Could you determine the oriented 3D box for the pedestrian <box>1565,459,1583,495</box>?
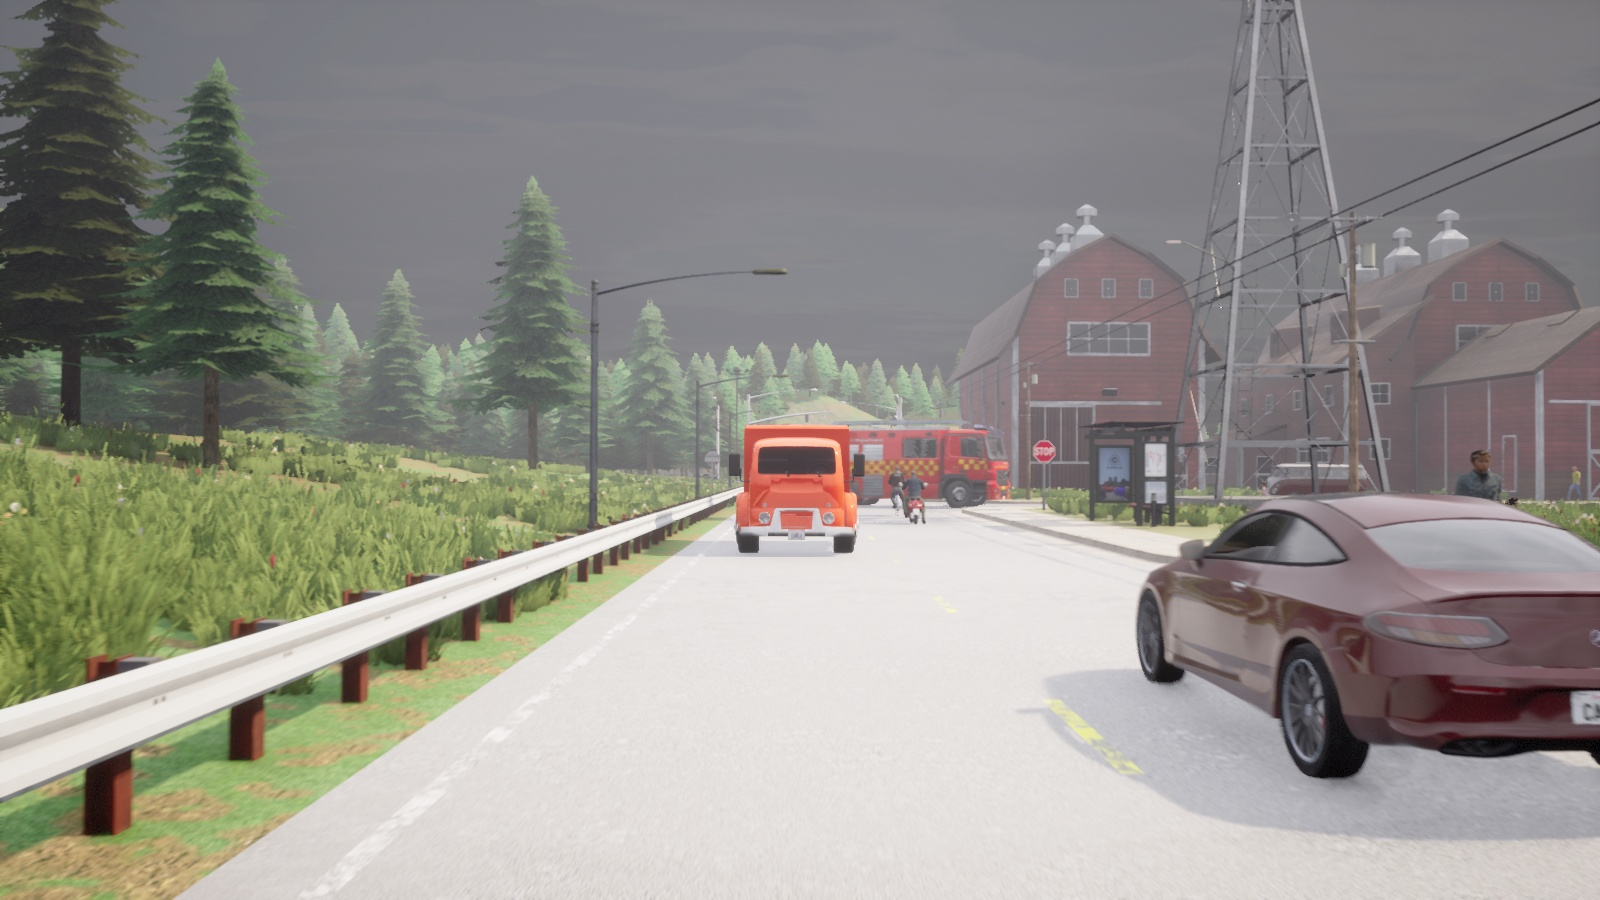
[{"bbox_3d":[39.158,1.376,63.538,0.706,1.836,0.354,0,-1,-7],"label":"pedestrian"}]

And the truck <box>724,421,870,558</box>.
[{"bbox_3d":[-0.064,0.751,25.228,2.627,2.467,5.204,0,-1,0],"label":"truck"}]

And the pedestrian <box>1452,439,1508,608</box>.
[{"bbox_3d":[7.581,0.804,14.022,0.353,1.847,0.614,0,-1,10],"label":"pedestrian"}]

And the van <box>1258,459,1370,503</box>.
[{"bbox_3d":[23.751,1.445,58.117,4.442,1.987,1.775,0,-1,-1],"label":"van"}]

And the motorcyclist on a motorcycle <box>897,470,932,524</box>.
[{"bbox_3d":[3.409,1.384,37.628,0.866,1.590,1.817,0,-1,0],"label":"motorcyclist on a motorcycle"}]

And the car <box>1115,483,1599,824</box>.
[{"bbox_3d":[3.481,0.958,7.882,1.812,1.442,4.674,0,-1,0],"label":"car"}]

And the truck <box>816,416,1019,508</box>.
[{"bbox_3d":[5.173,0.559,55.527,8.468,3.827,2.891,-1,-1,23],"label":"truck"}]
